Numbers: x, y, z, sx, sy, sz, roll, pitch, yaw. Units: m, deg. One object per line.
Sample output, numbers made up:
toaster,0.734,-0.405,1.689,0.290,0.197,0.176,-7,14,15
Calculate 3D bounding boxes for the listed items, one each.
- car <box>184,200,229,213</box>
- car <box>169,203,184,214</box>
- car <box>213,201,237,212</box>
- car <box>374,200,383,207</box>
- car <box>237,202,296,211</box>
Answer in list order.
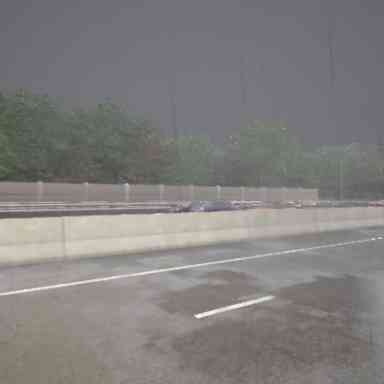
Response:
car,1.987,1.535,31.222,4.553,1.767,2.097,1,0,-36
car,-0.159,1.708,33.991,4.674,1.442,1.812,1,0,-36
car,4.263,1.749,28.547,4.181,1.385,1.994,1,0,-36
car,33.673,2.062,58.056,5.008,1.535,1.882,1,0,-35
car,6.081,1.534,25.545,4.553,1.767,2.097,1,0,-36
